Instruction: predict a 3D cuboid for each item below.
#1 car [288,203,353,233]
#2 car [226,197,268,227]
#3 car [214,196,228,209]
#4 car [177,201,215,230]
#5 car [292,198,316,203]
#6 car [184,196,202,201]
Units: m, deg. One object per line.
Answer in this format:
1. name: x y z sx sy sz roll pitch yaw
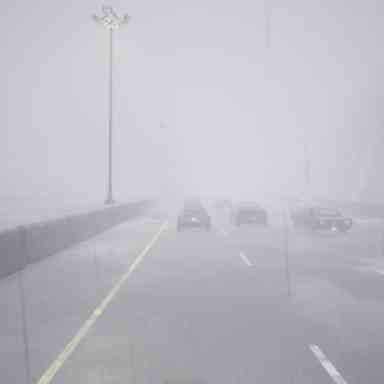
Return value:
1. car: 7.104 1.513 18.857 1.895 1.301 4.718 0 1 0
2. car: 3.604 1.363 21.827 1.882 1.535 5.008 0 1 0
3. car: 3.608 1.208 38.535 1.812 1.442 4.674 0 1 0
4. car: 0.104 1.463 20.266 1.994 1.385 4.181 0 1 0
5. car: 10.607 1.306 31.606 1.812 1.442 4.674 0 1 0
6. car: 0.108 1.184 37.837 2.128 1.511 4.902 0 1 0
